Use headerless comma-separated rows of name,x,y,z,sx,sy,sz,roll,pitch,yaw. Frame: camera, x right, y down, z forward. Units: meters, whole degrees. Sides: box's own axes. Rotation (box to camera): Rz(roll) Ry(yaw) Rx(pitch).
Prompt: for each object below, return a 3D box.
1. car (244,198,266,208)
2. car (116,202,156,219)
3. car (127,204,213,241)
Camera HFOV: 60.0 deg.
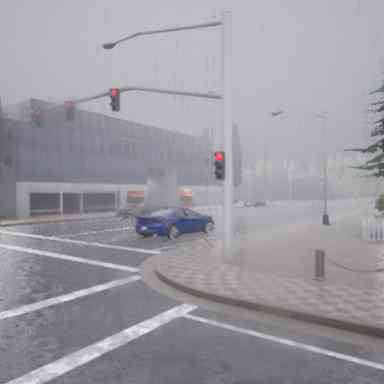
car,9.374,1.610,49.420,2.128,1.511,4.902,0,0,36
car,-4.376,1.666,30.348,2.033,1.411,5.357,0,0,36
car,-0.771,1.537,17.445,1.882,1.535,5.008,-1,-1,36
